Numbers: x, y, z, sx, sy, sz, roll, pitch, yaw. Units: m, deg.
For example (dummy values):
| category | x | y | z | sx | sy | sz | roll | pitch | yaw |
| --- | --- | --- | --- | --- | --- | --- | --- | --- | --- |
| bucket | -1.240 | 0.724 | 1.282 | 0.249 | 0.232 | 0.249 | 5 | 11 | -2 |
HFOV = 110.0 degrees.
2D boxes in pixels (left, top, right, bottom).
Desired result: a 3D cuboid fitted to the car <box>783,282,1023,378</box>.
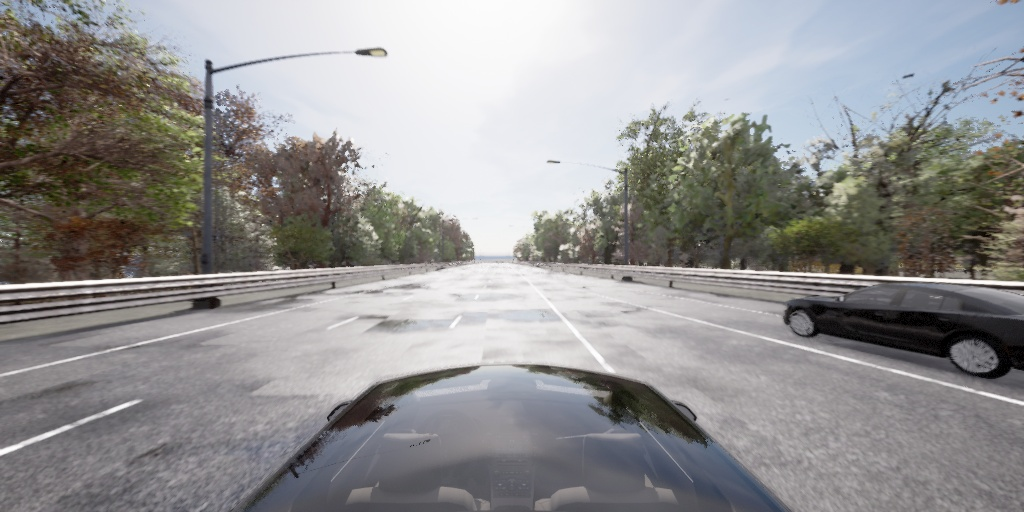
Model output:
| category | x | y | z | sx | sy | sz | roll | pitch | yaw |
| --- | --- | --- | --- | --- | --- | --- | --- | --- | --- |
| car | 8.489 | 1.285 | 7.626 | 1.882 | 1.535 | 5.008 | 0 | 0 | -9 |
